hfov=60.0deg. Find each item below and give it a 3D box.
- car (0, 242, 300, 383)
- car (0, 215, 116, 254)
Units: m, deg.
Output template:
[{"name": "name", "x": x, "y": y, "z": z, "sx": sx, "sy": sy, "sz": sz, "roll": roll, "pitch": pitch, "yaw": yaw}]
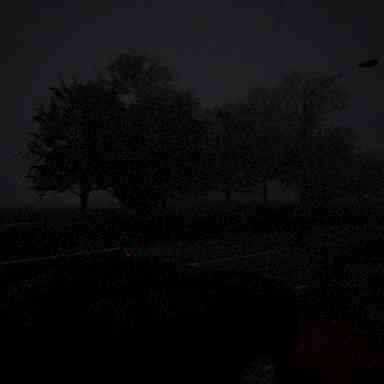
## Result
[{"name": "car", "x": -1.065, "y": 1.478, "z": 3.229, "sx": 5.008, "sy": 1.535, "sz": 1.882, "roll": 0, "pitch": 0, "yaw": -35}, {"name": "car", "x": -3.339, "y": 1.352, "z": 5.904, "sx": 4.553, "sy": 1.767, "sz": 2.097, "roll": 0, "pitch": 0, "yaw": -35}]
